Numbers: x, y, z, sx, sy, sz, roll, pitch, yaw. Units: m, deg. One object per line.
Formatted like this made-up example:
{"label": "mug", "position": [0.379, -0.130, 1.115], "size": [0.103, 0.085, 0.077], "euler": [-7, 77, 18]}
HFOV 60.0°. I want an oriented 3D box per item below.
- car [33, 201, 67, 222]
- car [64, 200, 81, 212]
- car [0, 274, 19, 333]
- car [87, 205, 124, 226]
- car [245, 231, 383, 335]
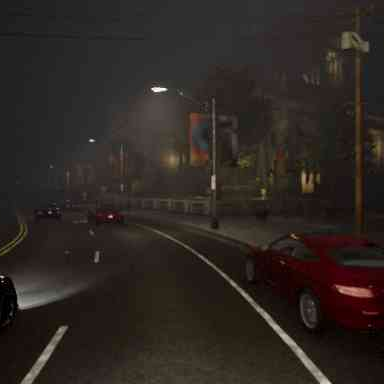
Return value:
{"label": "car", "position": [-11.900, 1.607, 27.311], "size": [2.033, 1.411, 5.357], "euler": [0, 0, -28]}
{"label": "car", "position": [-14.365, 1.619, 39.184], "size": [2.033, 1.411, 5.357], "euler": [0, 0, -29]}
{"label": "car", "position": [-3.881, 1.584, 4.107], "size": [1.994, 1.385, 4.181], "euler": [0, 0, -6]}
{"label": "car", "position": [-6.229, 1.594, 23.720], "size": [1.994, 1.385, 4.181], "euler": [0, 0, -26]}
{"label": "car", "position": [2.534, 1.506, 6.718], "size": [2.002, 1.452, 4.674], "euler": [0, 0, -9]}
